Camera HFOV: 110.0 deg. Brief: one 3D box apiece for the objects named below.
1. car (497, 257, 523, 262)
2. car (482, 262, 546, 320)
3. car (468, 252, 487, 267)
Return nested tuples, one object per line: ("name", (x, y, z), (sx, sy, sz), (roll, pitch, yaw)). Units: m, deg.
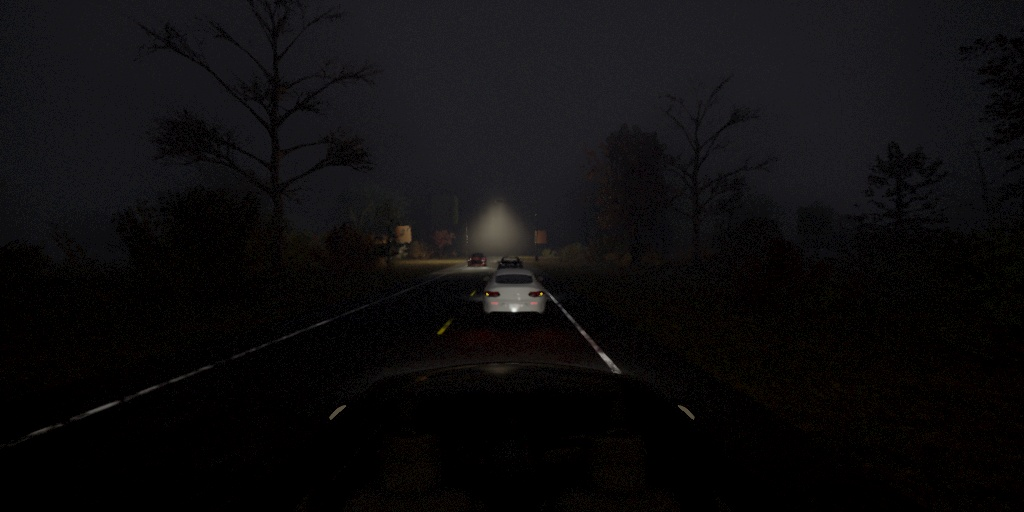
("car", (-0.128, 0.795, 27.868), (2.128, 1.511, 4.902), (0, 1, -1))
("car", (0.052, 1.106, 11.637), (1.812, 1.442, 4.674), (0, 1, 0))
("car", (-4.159, 0.389, 43.356), (2.097, 1.767, 4.553), (0, 1, -2))
